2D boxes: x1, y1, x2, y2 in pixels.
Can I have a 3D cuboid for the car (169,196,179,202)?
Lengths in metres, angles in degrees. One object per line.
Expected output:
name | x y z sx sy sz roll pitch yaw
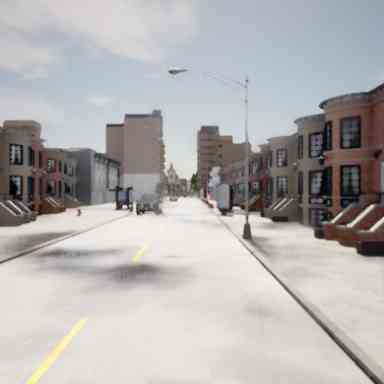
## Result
car | -3.983 1.594 73.316 1.812 1.442 4.674 0 0 0

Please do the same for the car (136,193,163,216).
car | -4.083 1.178 32.643 2.150 2.045 5.566 0 0 0
